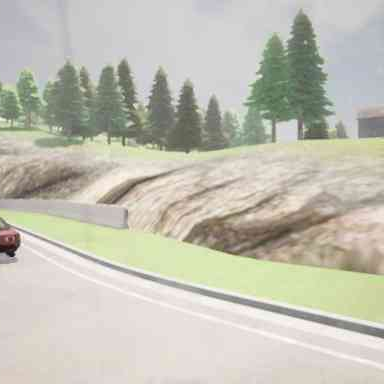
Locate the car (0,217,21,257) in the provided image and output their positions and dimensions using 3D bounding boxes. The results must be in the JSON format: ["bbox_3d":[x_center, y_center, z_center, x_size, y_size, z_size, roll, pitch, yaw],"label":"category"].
[{"bbox_3d":[-7.479,1.462,11.532,1.895,1.301,4.718,0,0,-40],"label":"car"}]
